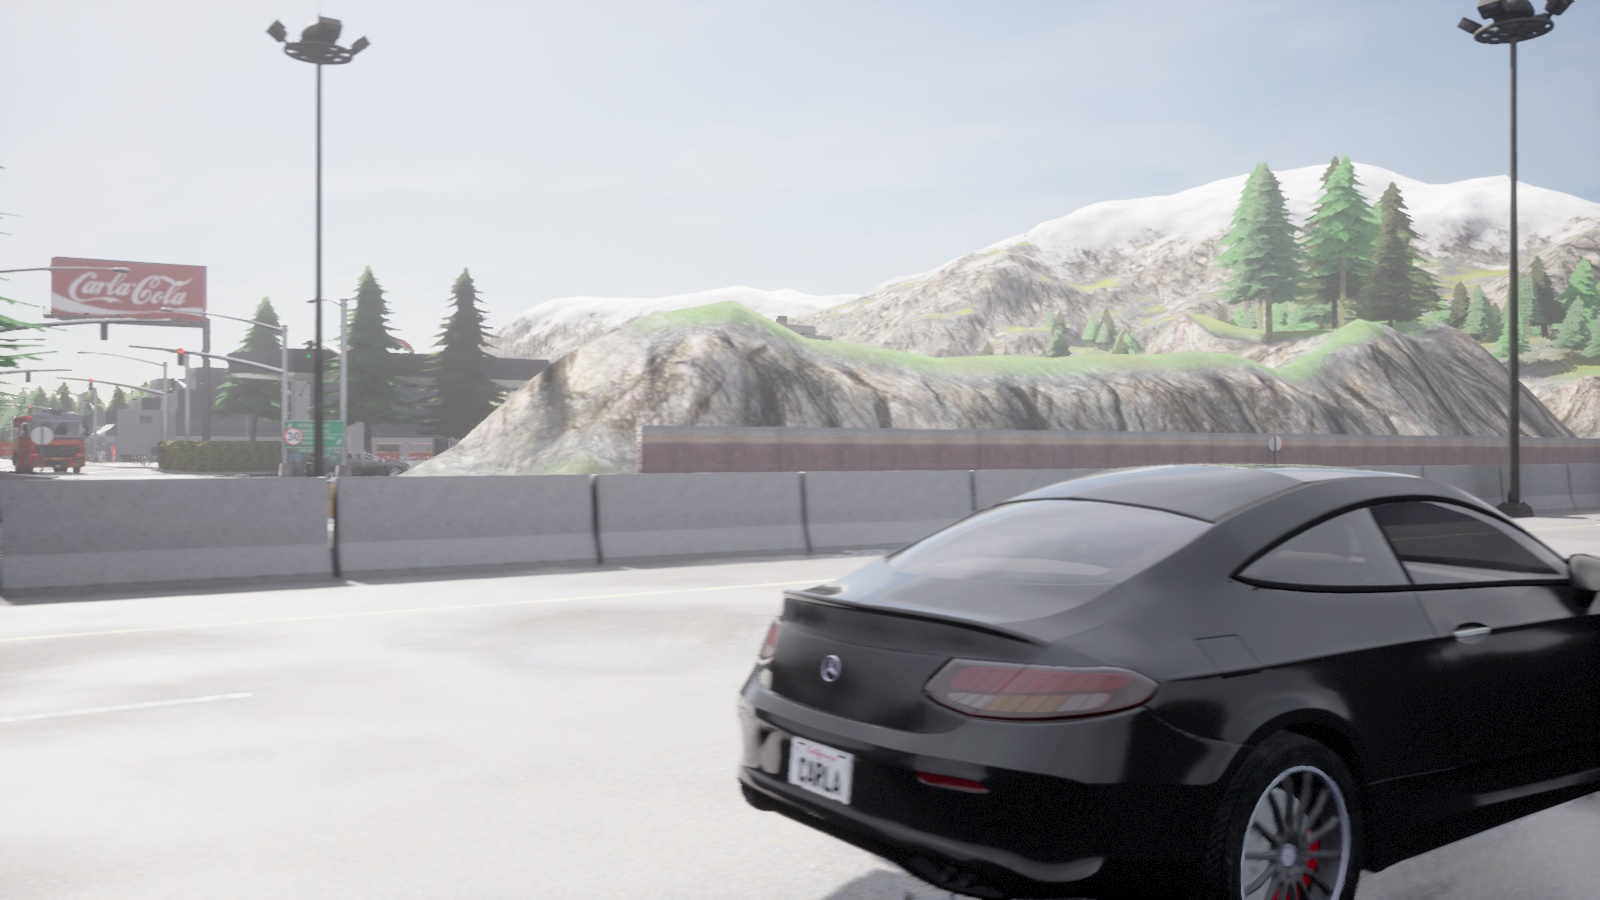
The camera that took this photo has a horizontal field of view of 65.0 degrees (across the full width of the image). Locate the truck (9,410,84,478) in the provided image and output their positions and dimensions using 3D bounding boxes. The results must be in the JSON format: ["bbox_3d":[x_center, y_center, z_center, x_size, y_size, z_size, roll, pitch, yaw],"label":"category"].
[{"bbox_3d":[-45.279,-0.352,75.365,2.891,3.827,8.468,0,0,-38],"label":"truck"}]

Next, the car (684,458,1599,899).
[{"bbox_3d":[2.023,0.770,5.067,4.674,1.442,1.812,0,0,-35],"label":"car"}]

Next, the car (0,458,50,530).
[{"bbox_3d":[-18.014,0.893,24.718,5.357,1.411,2.033,0,0,-38],"label":"car"}]

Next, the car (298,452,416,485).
[{"bbox_3d":[-21.056,0.857,59.792,4.902,1.511,2.128,0,0,-35],"label":"car"}]
